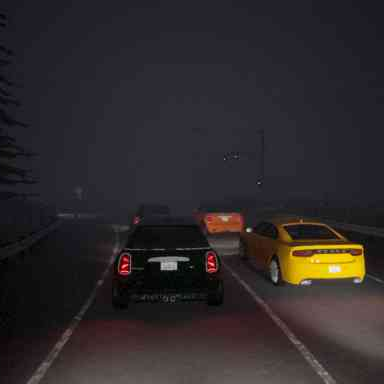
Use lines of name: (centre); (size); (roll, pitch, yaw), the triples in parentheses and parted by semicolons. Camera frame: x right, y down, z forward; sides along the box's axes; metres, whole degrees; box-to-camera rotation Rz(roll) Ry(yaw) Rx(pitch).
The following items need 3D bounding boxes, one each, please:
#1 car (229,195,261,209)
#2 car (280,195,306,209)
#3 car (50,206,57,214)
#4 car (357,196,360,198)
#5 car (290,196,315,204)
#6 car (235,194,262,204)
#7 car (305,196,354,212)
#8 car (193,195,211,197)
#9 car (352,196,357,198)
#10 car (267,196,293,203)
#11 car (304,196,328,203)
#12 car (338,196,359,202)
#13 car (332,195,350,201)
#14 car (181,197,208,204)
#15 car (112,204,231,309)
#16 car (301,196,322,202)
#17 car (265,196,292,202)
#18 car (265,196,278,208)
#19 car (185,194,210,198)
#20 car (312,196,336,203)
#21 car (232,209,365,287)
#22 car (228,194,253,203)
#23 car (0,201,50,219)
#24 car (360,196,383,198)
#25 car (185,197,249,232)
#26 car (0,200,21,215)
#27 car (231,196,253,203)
car: (6.039, 1.351, 42.898); (4.553, 1.767, 2.097); (0, 0, -19)
car: (13.936, 1.506, 41.896); (4.892, 1.490, 1.837); (0, 0, -19)
car: (-15.191, 1.570, 31.951); (4.181, 1.385, 1.994); (0, 0, -19)
car: (36.690, 1.525, 73.008); (4.902, 1.511, 2.128); (0, 0, -25)
car: (20.954, 1.564, 62.950); (4.181, 1.385, 1.994); (0, 0, -19)
car: (10.786, 1.352, 63.195); (4.553, 1.767, 2.097); (0, 0, -19)
car: (16.103, 1.525, 38.935); (4.674, 1.442, 1.812); (0, 0, -19)
car: (3.075, 1.601, 56.889); (4.718, 1.301, 1.895); (0, 0, -19)
car: (29.284, 1.525, 65.787); (4.902, 1.511, 2.128); (0, 0, -19)
car: (18.350, 1.525, 69.396); (4.902, 1.511, 2.128); (0, 0, -19)
car: (27.009, 1.524, 72.402); (4.674, 1.442, 1.812); (0, 0, -19)
car: (36.149, 1.595, 76.718); (4.718, 1.301, 1.895); (0, 0, -29)
car: (36.278, 1.552, 80.888); (4.181, 1.385, 1.994); (0, 0, -29)
car: (0.514, 1.601, 63.404); (4.718, 1.301, 1.895); (0, 0, -19)
car: (-0.631, 1.352, 8.095); (2.097, 1.767, 4.553); (0, 0, -6)
car: (27.459, 1.553, 76.347); (4.181, 1.385, 1.994); (0, 0, -21)
car: (19.059, 1.540, 73.337); (5.357, 1.411, 2.033); (0, 0, -19)
car: (9.534, 1.525, 47.792); (4.674, 1.442, 1.812); (0, 0, -19)
car: (1.336, 1.505, 59.992); (4.892, 1.490, 1.837); (0, 0, -19)
car: (27.321, 1.524, 68.797); (4.674, 1.442, 1.812); (0, 0, -19)
car: (2.730, 1.478, 9.456); (1.882, 1.535, 5.008); (0, 0, -6)
car: (9.730, 1.352, 66.501); (4.553, 1.767, 2.097); (0, 0, -18)
car: (-15.362, 1.224, 28.192); (5.566, 2.045, 2.150); (1, 0, -18)
car: (38.651, 1.540, 70.075); (5.357, 1.411, 2.033); (0, 0, -29)
car: (1.203, 1.352, 18.342); (2.097, 1.767, 4.553); (0, 0, -12)
car: (-20.026, 1.567, 34.001); (4.181, 1.385, 1.994); (0, 0, -19)
car: (10.562, 1.553, 70.436); (4.181, 1.385, 1.994); (0, 0, -19)
